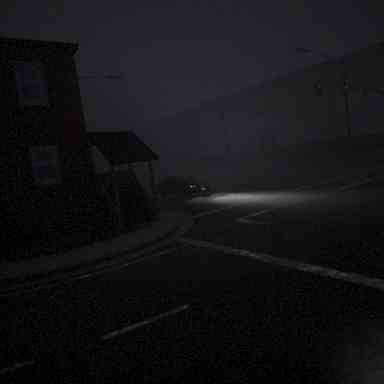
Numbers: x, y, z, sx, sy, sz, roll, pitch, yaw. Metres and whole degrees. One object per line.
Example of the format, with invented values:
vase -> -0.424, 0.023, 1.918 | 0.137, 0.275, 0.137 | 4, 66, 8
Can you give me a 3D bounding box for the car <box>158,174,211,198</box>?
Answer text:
car -> -0.665, -0.471, 23.428 | 2.128, 1.511, 4.902 | -12, 7, -34
